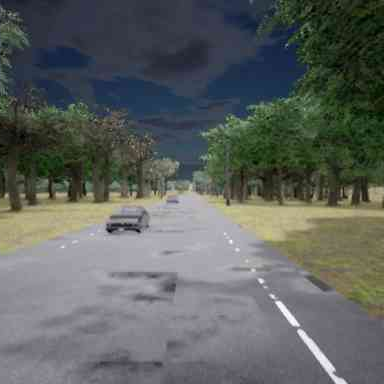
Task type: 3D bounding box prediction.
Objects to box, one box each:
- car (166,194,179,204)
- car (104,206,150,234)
[{"bbox_3d":[-3.534,1.232,60.480,2.097,1.767,4.553,0,0,1],"label":"car"},{"bbox_3d":[-3.596,1.526,19.543,2.033,1.411,5.357,0,0,0],"label":"car"}]
